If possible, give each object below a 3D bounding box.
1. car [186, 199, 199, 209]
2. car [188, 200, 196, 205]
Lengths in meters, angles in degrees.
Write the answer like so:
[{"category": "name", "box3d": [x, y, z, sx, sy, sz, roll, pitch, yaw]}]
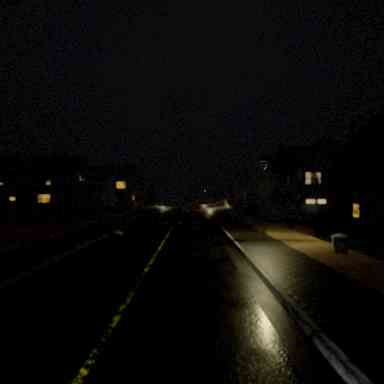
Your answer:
[{"category": "car", "box3d": [0.117, 1.961, 56.946, 2.097, 1.767, 4.553, 0, -1, 0]}, {"category": "car", "box3d": [0.026, 2.580, 83.778, 1.895, 1.301, 4.718, 0, -1, 0]}]
